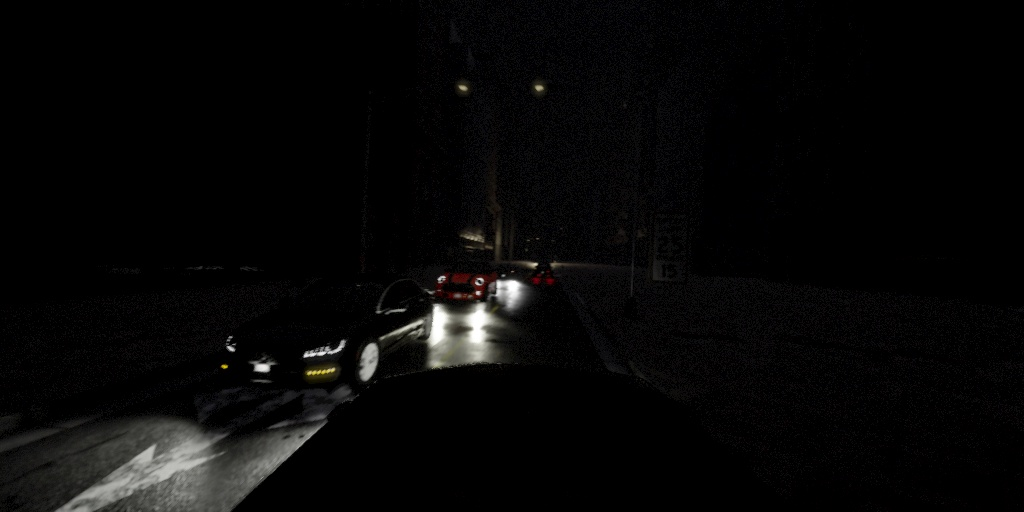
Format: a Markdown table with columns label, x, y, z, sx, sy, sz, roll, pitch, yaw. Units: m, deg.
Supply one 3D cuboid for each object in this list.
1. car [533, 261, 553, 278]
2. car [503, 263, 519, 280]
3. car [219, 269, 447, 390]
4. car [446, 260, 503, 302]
| label | x | y | z | sx | sy | sz | roll | pitch | yaw |
| --- | --- | --- | --- | --- | --- | --- | --- | --- | --- |
| car | 3.220 | 1.400 | 36.830 | 1.812 | 1.442 | 4.674 | 3 | 0 | 6 |
| car | -0.454 | 1.307 | 31.307 | 1.895 | 1.301 | 4.718 | 3 | 0 | 6 |
| car | -2.849 | 1.115 | 6.774 | 1.837 | 1.490 | 4.892 | 3 | 0 | 4 |
| car | -1.903 | 1.000 | 16.365 | 2.097 | 1.767 | 4.553 | 3 | 0 | 6 |
